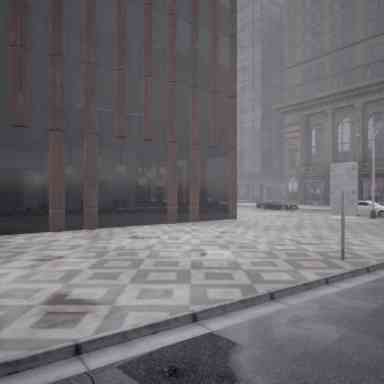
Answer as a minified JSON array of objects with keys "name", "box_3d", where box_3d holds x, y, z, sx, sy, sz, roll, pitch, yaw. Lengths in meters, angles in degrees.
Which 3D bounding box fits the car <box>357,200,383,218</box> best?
[{"name":"car","box_3d":[15.315,1.474,28.996,1.812,1.442,4.674,0,0,-37]}]

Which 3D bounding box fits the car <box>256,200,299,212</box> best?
[{"name":"car","box_3d":[9.488,1.521,37.063,1.895,1.301,4.718,0,0,-36]}]
